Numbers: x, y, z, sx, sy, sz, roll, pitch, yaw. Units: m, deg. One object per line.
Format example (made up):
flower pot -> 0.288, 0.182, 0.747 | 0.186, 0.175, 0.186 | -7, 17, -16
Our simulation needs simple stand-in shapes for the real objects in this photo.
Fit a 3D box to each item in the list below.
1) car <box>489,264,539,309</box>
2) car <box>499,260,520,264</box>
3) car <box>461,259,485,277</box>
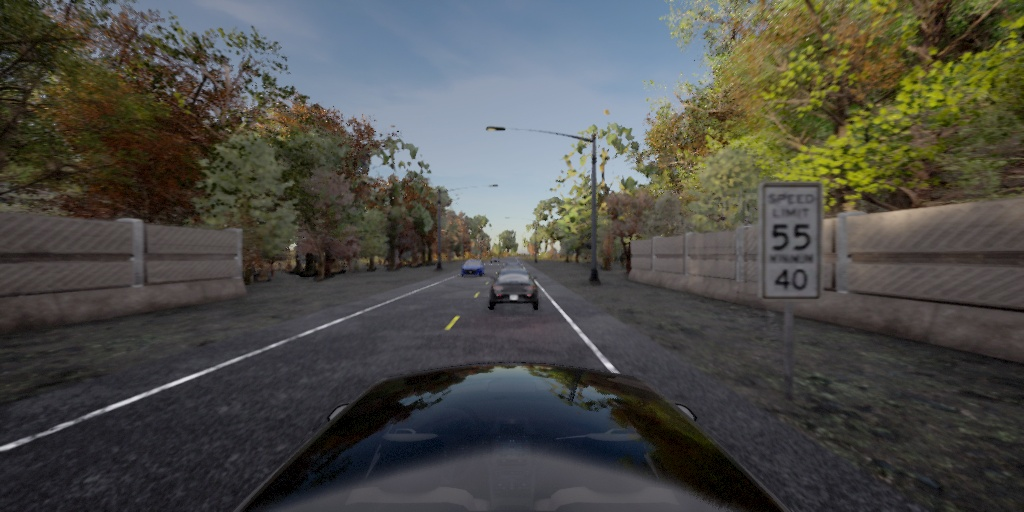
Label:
car -> 0.075, 1.228, 14.515 | 1.812, 1.442, 4.674 | 0, 0, 0
car -> 0.095, 1.181, 32.900 | 1.994, 1.385, 4.181 | 0, 0, 0
car -> -3.581, 1.090, 33.461 | 1.882, 1.535, 5.008 | 0, 0, 0
